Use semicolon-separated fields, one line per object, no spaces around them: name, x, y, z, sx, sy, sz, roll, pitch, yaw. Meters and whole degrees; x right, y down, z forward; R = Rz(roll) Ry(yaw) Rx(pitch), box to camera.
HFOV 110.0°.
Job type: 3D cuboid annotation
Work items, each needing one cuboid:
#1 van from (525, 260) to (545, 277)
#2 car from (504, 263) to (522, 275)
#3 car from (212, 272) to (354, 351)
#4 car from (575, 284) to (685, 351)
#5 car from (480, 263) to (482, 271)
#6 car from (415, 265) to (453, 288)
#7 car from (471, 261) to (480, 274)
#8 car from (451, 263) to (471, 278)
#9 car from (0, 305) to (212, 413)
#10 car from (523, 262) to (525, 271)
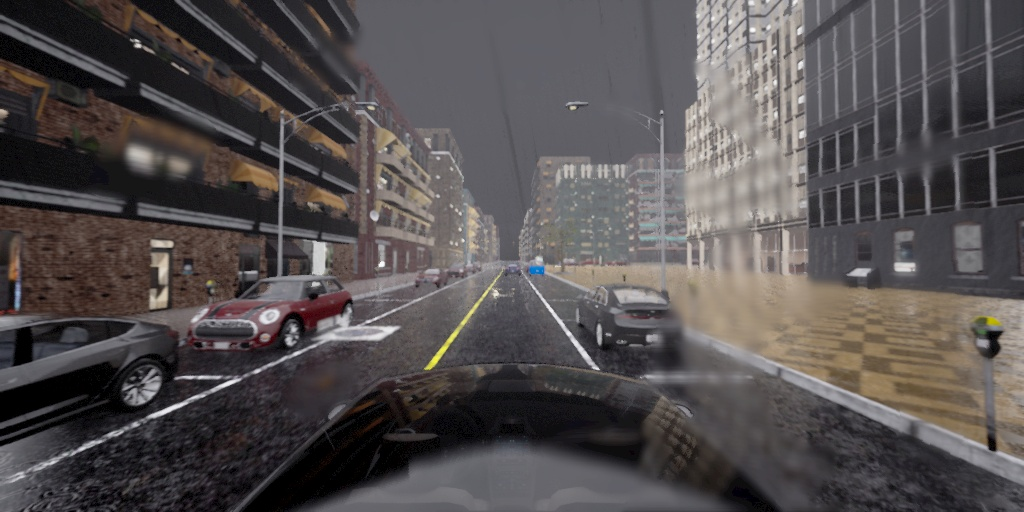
van;2.718;1.365;40.243;1.690;1.789;3.998;0;0;0
car;0.099;1.573;43.415;1.812;1.442;4.674;0;0;0
car;-5.690;1.242;9.008;1.967;1.591;4.097;0;0;0
car;2.691;1.352;9.007;2.007;1.370;4.403;0;0;0
car;-5.820;1.584;56.898;1.967;1.591;4.097;0;0;0
car;-5.690;1.503;25.717;1.802;1.307;4.207;0;0;0
car;-5.769;1.662;47.994;1.802;1.307;4.207;0;0;0
car;-5.695;1.440;36.856;1.967;1.591;4.097;0;0;0
car;-5.689;1.328;3.439;1.948;1.339;4.313;0;0;0
car;2.775;1.630;48.704;1.888;1.381;4.507;0;0;0
